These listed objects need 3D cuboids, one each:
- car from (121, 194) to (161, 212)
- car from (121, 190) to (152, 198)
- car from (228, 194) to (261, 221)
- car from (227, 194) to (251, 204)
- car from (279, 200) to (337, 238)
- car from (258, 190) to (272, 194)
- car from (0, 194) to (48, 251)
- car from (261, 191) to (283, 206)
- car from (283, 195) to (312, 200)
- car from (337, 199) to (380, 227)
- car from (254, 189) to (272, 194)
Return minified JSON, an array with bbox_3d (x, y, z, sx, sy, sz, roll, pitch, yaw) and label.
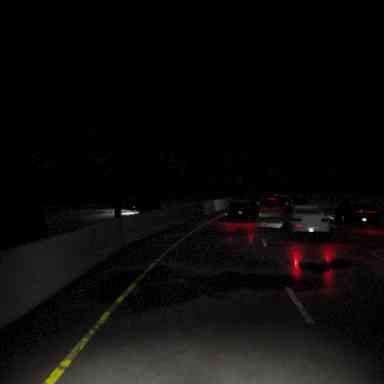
[{"bbox_3d":[-4.688,1.181,32.493,1.994,1.385,4.181,0,1,20],"label":"car"},{"bbox_3d":[-6.442,0.785,37.953,2.150,2.045,5.566,0,1,22],"label":"car"},{"bbox_3d":[3.796,1.170,24.065,1.882,1.535,5.008,0,1,15],"label":"car"},{"bbox_3d":[7.041,0.993,49.485,1.895,1.301,4.718,0,1,31],"label":"car"},{"bbox_3d":[5.464,1.313,16.211,1.812,1.442,4.674,0,1,11],"label":"car"},{"bbox_3d":[15.838,0.734,67.328,1.994,1.385,4.181,0,1,42],"label":"car"},{"bbox_3d":[-6.413,1.103,9.570,2.150,2.045,5.566,0,1,7],"label":"car"},{"bbox_3d":[10.463,0.961,40.818,2.128,1.511,4.902,0,1,27],"label":"car"},{"bbox_3d":[10.850,1.046,33.455,2.128,1.511,4.902,0,1,23],"label":"car"},{"bbox_3d":[10.097,1.225,20.632,1.837,1.490,4.892,0,1,15],"label":"car"},{"bbox_3d":[15.604,0.346,72.154,2.150,2.045,5.566,0,1,42],"label":"car"}]
